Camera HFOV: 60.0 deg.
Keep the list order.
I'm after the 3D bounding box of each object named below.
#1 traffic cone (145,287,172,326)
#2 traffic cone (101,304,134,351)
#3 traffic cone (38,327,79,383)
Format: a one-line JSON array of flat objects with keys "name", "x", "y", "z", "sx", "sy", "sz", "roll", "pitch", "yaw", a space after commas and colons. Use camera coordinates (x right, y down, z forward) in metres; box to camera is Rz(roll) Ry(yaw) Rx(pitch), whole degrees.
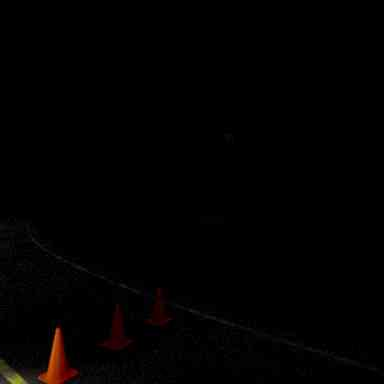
[{"name": "traffic cone", "x": -0.569, "y": 1.936, "z": 5.743, "sx": 0.340, "sy": 0.580, "sz": 0.340, "roll": 1, "pitch": 1, "yaw": 32}, {"name": "traffic cone", "x": -1.097, "y": 1.943, "z": 4.898, "sx": 0.340, "sy": 0.580, "sz": 0.340, "roll": 1, "pitch": 1, "yaw": 32}, {"name": "traffic cone", "x": -1.626, "y": 1.950, "z": 4.053, "sx": 0.340, "sy": 0.580, "sz": 0.340, "roll": 1, "pitch": 1, "yaw": 32}]
